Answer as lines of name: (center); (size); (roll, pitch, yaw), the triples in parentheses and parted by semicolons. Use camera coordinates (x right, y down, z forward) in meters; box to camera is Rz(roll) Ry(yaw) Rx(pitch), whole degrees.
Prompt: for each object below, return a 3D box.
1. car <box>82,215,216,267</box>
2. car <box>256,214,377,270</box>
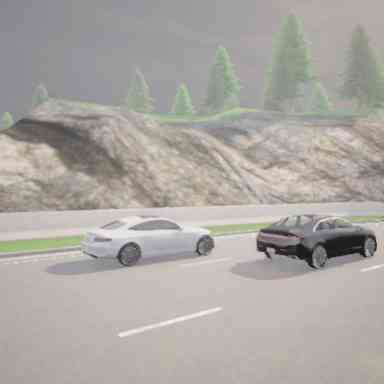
car: (-1.323, 1.526, 11.428); (4.674, 1.442, 1.812); (0, 0, -35)
car: (4.285, 1.494, 11.120); (4.902, 1.511, 2.128); (0, 0, -35)
